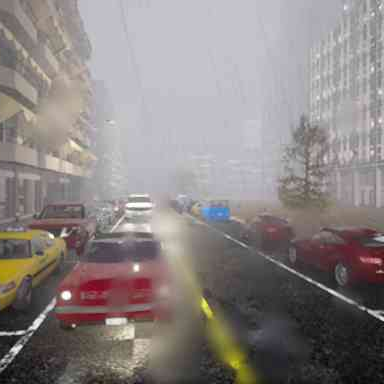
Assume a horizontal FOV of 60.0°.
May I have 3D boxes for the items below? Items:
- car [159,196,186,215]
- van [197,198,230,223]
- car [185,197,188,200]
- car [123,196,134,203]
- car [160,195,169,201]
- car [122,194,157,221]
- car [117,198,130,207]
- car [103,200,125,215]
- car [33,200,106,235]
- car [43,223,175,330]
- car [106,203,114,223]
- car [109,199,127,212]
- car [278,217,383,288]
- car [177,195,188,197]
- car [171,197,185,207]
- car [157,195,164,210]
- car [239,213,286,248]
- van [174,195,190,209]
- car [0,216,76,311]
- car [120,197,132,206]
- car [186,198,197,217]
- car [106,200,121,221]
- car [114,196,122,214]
[{"bbox_3d":[-2.088,1.505,33.643,1.837,1.490,4.892,0,0,-8],"label":"car"},{"bbox_3d":[1.726,1.338,25.451,1.690,1.788,3.998,0,0,-8],"label":"van"},{"bbox_3d":[0.132,1.566,36.389,1.947,1.339,4.313,0,0,-8],"label":"car"},{"bbox_3d":[-12.945,1.596,67.992,1.947,1.339,4.313,0,0,-8],"label":"car"},{"bbox_3d":[-7.045,1.595,85.608,1.887,1.381,4.507,0,0,-8],"label":"car"},{"bbox_3d":[-4.290,1.213,27.326,2.150,2.045,5.566,0,1,-8],"label":"car"},{"bbox_3d":[-10.553,1.596,51.586,1.802,1.307,4.206,0,0,-8],"label":"car"},{"bbox_3d":[-8.160,1.568,35.179,1.947,1.339,4.313,0,0,-8],"label":"car"},{"bbox_3d":[-4.972,1.313,13.304,2.192,1.841,5.009,0,0,-8],"label":"car"},{"bbox_3d":[-1.436,1.599,7.097,1.895,1.301,4.718,0,0,-8],"label":"car"},{"bbox_3d":[-5.767,1.548,18.774,2.008,1.369,4.403,0,0,-8],"label":"car"},{"bbox_3d":[-8.958,1.550,40.648,1.887,1.381,4.507,0,0,-8],"label":"car"},{"bbox_3d":[4.119,1.579,9.045,1.802,1.307,4.206,0,0,-8],"label":"car"},{"bbox_3d":[-0.666,1.444,41.857,1.967,1.590,4.097,0,0,-8],"label":"car"},{"bbox_3d":[-2.285,1.538,52.963,1.752,1.417,4.829,0,0,-8],"label":"car"},{"bbox_3d":[-3.570,1.358,43.699,2.097,1.767,4.553,0,0,-8],"label":"car"},{"bbox_3d":[3.322,1.578,14.513,1.802,1.307,4.206,0,0,-8],"label":"car"},{"bbox_3d":[-1.465,1.349,47.327,1.690,1.788,3.998,0,0,-8],"label":"van"},{"bbox_3d":[-4.149,1.524,7.668,1.752,1.417,4.829,0,0,-8],"label":"car"},{"bbox_3d":[-11.350,1.601,57.054,1.802,1.307,4.206,0,0,-8],"label":"car"},{"bbox_3d":[0.905,1.523,31.087,1.752,1.417,4.829,0,0,-8],"label":"car"},{"bbox_3d":[-6.565,1.549,24.242,2.008,1.369,4.403,0,0,-8],"label":"car"},{"bbox_3d":[-7.363,1.440,29.710,1.967,1.590,4.097,0,0,-8],"label":"car"}]
